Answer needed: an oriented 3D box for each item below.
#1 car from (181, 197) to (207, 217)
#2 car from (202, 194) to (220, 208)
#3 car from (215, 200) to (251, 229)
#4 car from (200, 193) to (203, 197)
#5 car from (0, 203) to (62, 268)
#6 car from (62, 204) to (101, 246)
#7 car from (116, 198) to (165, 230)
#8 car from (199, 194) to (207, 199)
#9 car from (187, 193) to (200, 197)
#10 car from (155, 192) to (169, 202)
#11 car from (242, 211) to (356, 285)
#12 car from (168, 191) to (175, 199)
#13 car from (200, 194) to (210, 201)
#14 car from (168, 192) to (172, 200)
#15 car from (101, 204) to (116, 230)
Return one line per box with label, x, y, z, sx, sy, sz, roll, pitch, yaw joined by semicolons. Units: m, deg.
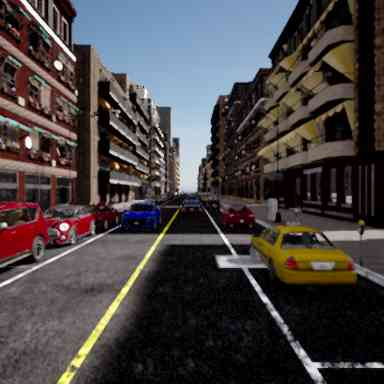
car;0.011;1.434;29.403;2.033;1.411;5.357;0;0;0
car;2.699;1.289;42.794;2.008;1.369;4.403;0;0;0
car;2.695;1.421;20.250;1.887;1.381;4.507;0;0;0
car;2.704;1.122;65.508;1.752;1.417;4.829;0;0;0
car;-5.686;1.260;8.982;2.192;1.841;5.009;0;0;0
car;-5.686;1.351;14.618;1.967;1.590;4.097;0;0;0
car;-2.997;1.395;20.441;1.882;1.535;5.008;0;0;0
car;2.706;1.074;82.247;1.802;1.307;4.206;0;0;0
car;0.012;1.247;58.257;1.994;1.385;4.181;0;0;0
car;-5.678;1.184;59.708;2.008;1.369;4.403;0;0;0
car;2.693;1.469;9.148;1.752;1.417;4.829;0;0;0
car;-5.675;1.072;76.617;1.887;1.381;4.507;0;0;0
car;2.704;1.128;70.975;1.947;1.339;4.313;0;0;0
car;-5.678;1.149;65.345;2.008;1.369;4.403;0;0;0
car;-5.685;1.421;20.256;1.887;1.381;4.507;0;0;0
